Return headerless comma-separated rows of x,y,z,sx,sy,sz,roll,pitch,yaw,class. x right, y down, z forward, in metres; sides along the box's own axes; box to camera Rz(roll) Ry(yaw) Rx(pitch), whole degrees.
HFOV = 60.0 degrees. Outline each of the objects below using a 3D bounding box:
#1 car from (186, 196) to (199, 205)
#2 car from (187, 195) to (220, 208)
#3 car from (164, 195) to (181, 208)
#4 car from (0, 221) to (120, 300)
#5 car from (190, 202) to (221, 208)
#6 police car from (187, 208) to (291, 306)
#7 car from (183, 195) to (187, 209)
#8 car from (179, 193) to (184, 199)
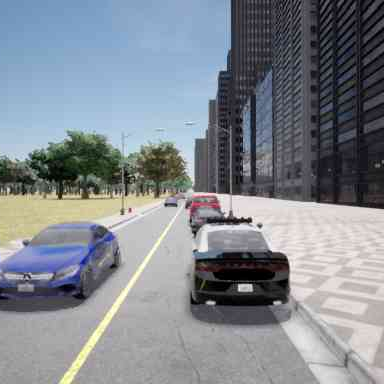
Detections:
0.034,1.422,58.034,2.128,1.511,4.902,0,0,0,car
0.913,1.213,24.157,2.150,2.045,5.566,0,0,0,car
-3.072,1.497,48.772,2.033,1.411,5.357,0,0,0,car
-3.093,1.526,8.528,1.812,1.442,4.674,0,0,0,car
0.912,1.521,18.127,1.812,1.442,4.674,0,0,0,car
0.906,1.425,8.236,1.930,1.638,5.238,0,0,0,police car
0.051,1.461,44.995,1.837,1.490,4.892,0,0,1,car
-2.948,1.171,92.907,2.097,1.767,4.553,0,0,0,car
